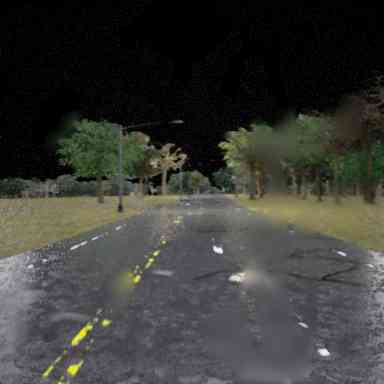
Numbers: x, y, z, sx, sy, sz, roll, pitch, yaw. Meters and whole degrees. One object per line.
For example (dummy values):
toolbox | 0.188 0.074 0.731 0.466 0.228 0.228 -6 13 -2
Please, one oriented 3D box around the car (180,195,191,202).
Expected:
car | -1.331 1.343 67.362 1.994 1.385 4.181 0 1 3
